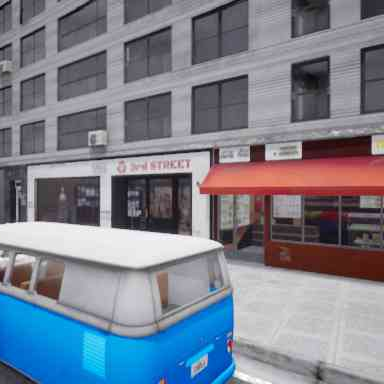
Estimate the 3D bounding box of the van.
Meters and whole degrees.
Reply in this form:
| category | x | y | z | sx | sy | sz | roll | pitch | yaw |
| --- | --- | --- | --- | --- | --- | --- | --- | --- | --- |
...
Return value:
| category | x | y | z | sx | sy | sz | roll | pitch | yaw |
| --- | --- | --- | --- | --- | --- | --- | --- | --- | --- |
| van | -1.434 | 1.340 | 4.109 | 3.998 | 1.788 | 1.690 | 0 | 0 | 36 |
